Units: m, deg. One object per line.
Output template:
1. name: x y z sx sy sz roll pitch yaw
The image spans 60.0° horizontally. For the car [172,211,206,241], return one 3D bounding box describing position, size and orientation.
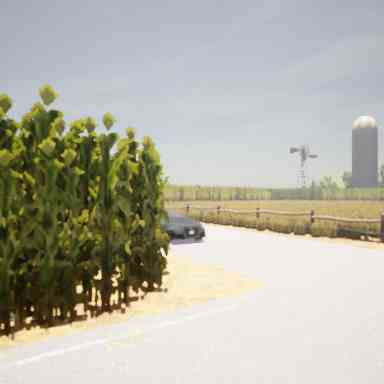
1. car: -1.156 1.606 16.285 1.994 1.385 4.181 0 0 -35
